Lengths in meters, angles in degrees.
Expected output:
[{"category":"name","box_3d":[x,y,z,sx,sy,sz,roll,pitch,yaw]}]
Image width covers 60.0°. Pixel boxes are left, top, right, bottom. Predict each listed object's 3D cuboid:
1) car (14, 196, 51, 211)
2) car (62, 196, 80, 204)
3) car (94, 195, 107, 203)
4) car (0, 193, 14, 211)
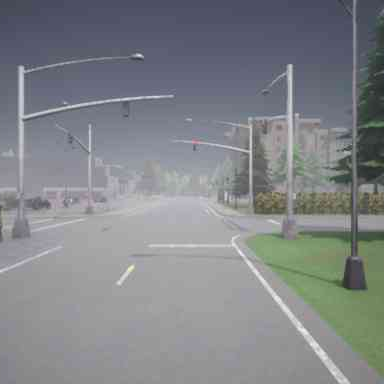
[{"category":"car","box_3d":[-17.703,1.298,37.656,2.007,1.523,4.514,0,0,0]},{"category":"car","box_3d":[-20.509,1.345,56.298,1.970,1.475,3.806,0,0,0]},{"category":"car","box_3d":[-17.456,1.336,63.689,1.845,1.501,3.633,0,0,0]},{"category":"car","box_3d":[-20.840,1.289,37.635,2.152,1.636,5.027,0,0,0]}]
